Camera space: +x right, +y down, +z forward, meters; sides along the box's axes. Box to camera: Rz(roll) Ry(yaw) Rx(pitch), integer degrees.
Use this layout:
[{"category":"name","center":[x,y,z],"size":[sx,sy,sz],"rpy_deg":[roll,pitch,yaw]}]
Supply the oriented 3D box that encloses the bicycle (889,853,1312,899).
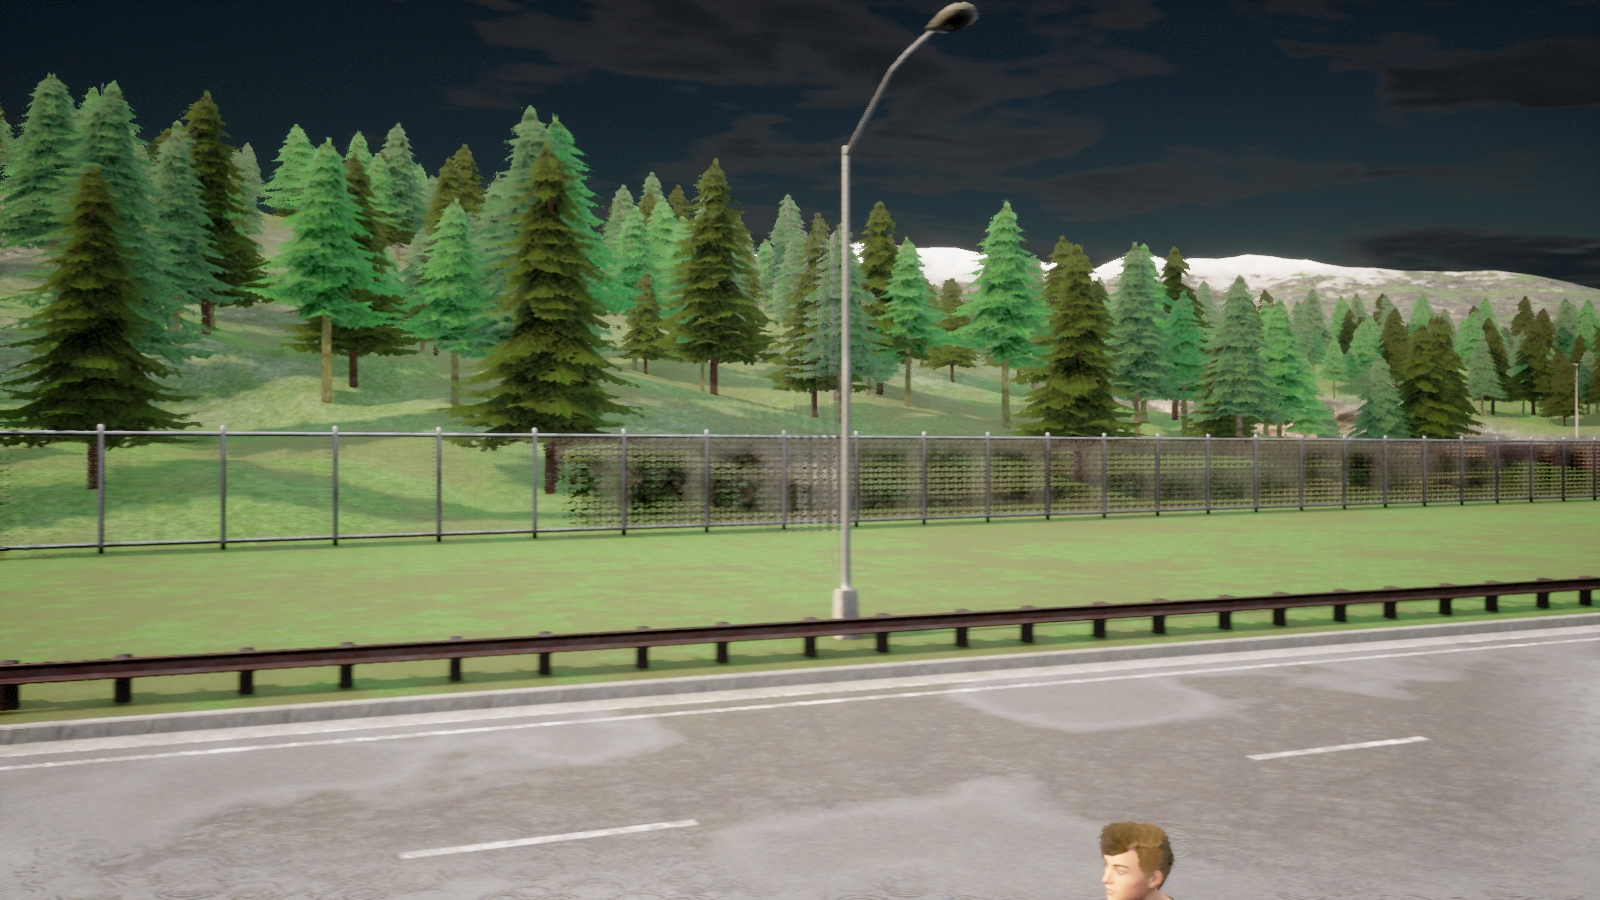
[{"category":"bicycle","center":[1.010,2.157,3.653],"size":[1.487,1.277,0.859],"rpy_deg":[0,0,-20]}]

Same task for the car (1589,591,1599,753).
[{"category":"car","center":[9.638,2.061,10.501],"size":[4.193,1.474,1.816],"rpy_deg":[0,0,-20]}]
